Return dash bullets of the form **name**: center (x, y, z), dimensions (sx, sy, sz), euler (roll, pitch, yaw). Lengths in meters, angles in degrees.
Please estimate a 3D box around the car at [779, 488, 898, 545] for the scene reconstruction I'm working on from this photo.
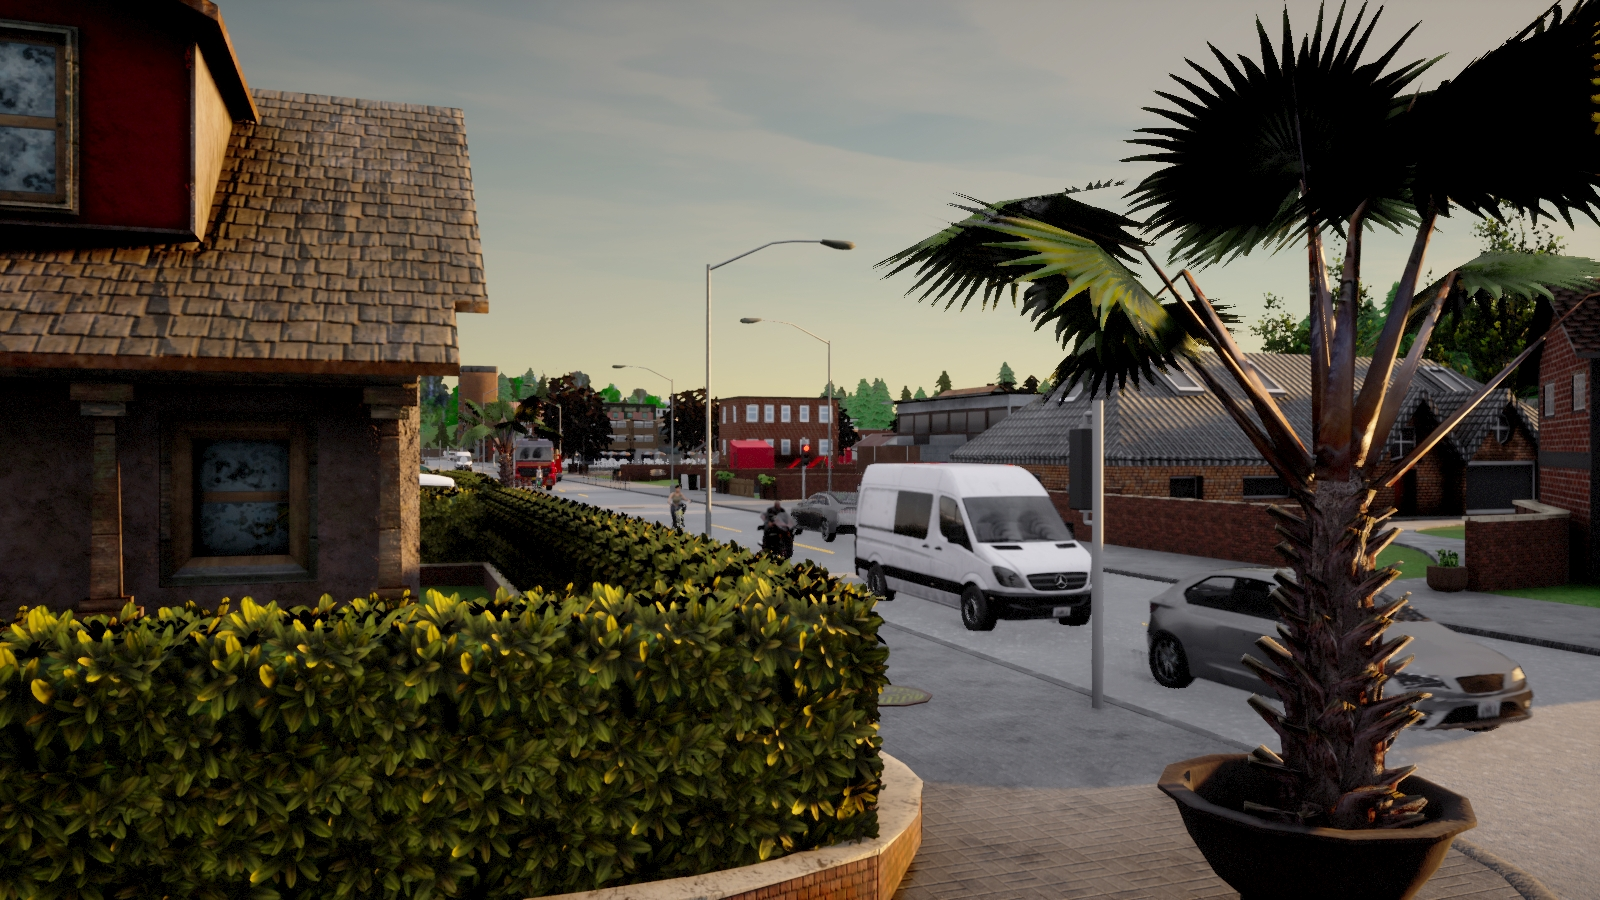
- **car**: center (1.122, 2.053, 36.412), dimensions (2.128, 1.511, 4.902), euler (0, 0, -20)

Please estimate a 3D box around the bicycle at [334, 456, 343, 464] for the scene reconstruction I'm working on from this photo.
- **bicycle**: center (-93.209, 2.053, 230.746), dimensions (1.643, 1.496, 0.373), euler (1, 0, -20)

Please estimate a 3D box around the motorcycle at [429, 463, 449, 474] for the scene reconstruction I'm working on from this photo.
- **motorcycle**: center (-42.156, 2.189, 133.329), dimensions (2.033, 1.199, 0.803), euler (0, 3, 4)

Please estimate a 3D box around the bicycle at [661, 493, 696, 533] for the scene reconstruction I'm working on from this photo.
- **bicycle**: center (-4.180, 2.162, 39.235), dimensions (0.859, 1.276, 1.487), euler (0, 0, -20)

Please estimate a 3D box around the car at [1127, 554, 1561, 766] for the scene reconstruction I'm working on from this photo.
- **car**: center (5.598, 2.070, 12.418), dimensions (1.816, 1.474, 4.193), euler (0, 0, -20)

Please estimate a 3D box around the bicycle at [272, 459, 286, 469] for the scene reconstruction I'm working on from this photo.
- **bicycle**: center (-76.311, 2.055, 167.249), dimensions (1.835, 1.471, 0.329), euler (0, 0, -20)

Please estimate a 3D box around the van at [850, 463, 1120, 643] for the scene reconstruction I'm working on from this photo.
- **van**: center (2.918, 1.538, 19.817), dimensions (1.988, 2.561, 5.915), euler (0, 0, -20)
